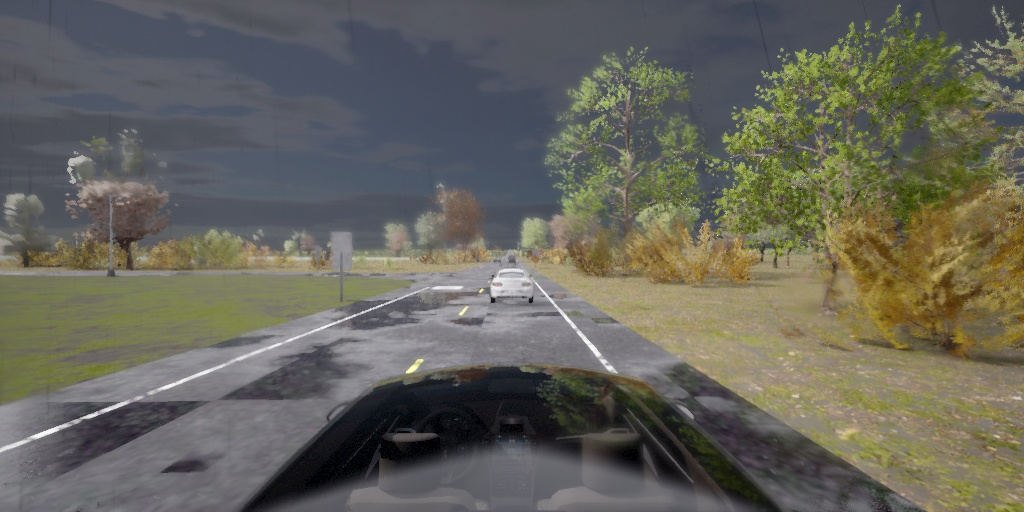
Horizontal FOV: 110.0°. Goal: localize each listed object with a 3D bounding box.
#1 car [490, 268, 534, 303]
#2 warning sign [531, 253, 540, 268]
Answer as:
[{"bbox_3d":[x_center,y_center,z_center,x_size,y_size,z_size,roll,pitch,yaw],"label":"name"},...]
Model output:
[{"bbox_3d":[0.000,1.278,16.501,1.812,1.442,4.674,0,0,0],"label":"car"},{"bbox_3d":[3.550,0.804,54.407,1.300,1.860,1.060,0,0,0],"label":"warning sign"}]
